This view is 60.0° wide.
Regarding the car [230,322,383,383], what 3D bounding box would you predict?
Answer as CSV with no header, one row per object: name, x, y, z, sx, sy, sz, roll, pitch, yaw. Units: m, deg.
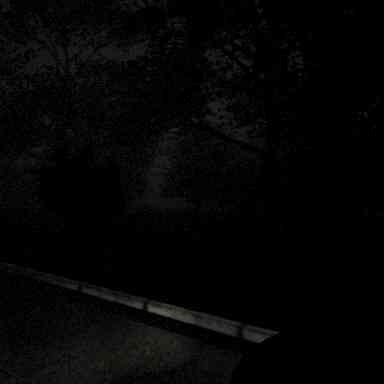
car,2.527,1.476,1.576,5.008,1.535,1.882,0,0,36
